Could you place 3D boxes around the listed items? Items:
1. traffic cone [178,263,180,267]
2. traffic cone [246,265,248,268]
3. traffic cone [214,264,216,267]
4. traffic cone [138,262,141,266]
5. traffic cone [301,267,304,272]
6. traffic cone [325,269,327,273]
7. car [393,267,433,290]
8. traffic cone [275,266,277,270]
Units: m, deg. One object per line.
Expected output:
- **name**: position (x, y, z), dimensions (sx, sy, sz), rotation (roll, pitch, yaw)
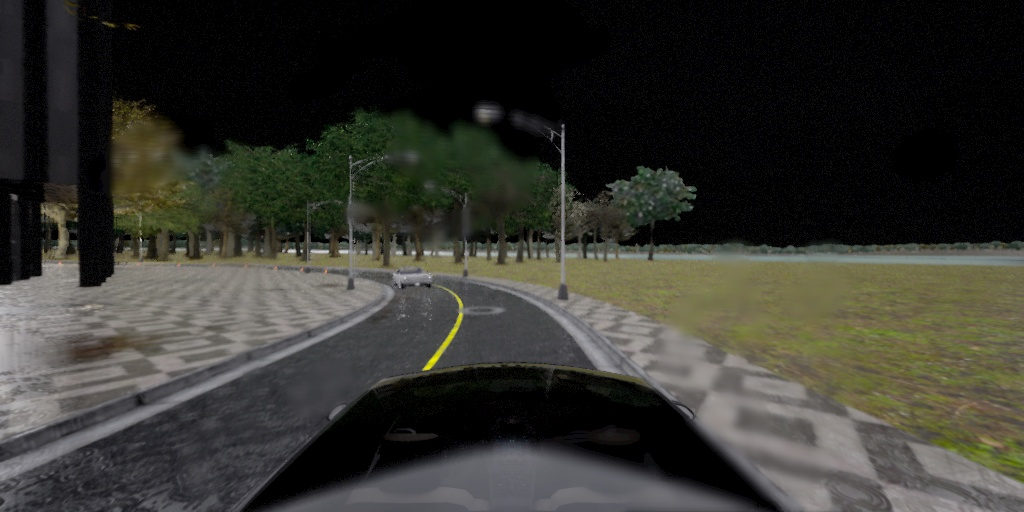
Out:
- **traffic cone**: position (-41.651, 1.153, 44.847), dimensions (0.340, 0.580, 0.340), rotation (0, 0, 0)
- **traffic cone**: position (-32.357, 1.329, 43.793), dimensions (0.340, 0.580, 0.340), rotation (0, 0, 14)
- **traffic cone**: position (-36.942, 1.240, 44.607), dimensions (0.340, 0.580, 0.340), rotation (0, 0, 6)
- **traffic cone**: position (-46.651, 1.060, 44.891), dimensions (0.340, 0.580, 0.340), rotation (0, 0, 1)
- **traffic cone**: position (-23.678, 1.519, 40.473), dimensions (0.340, 0.580, 0.340), rotation (0, 0, 28)
- **traffic cone**: position (-19.721, 1.609, 38.021), dimensions (0.340, 0.580, 0.340), rotation (0, 0, 35)
- **car**: position (-6.458, 1.368, 23.171), dimensions (1.895, 1.301, 4.718), rotation (0, 0, -24)
- **traffic cone**: position (-27.913, 1.422, 42.407), dimensions (0.340, 0.580, 0.340), rotation (0, 0, 21)
